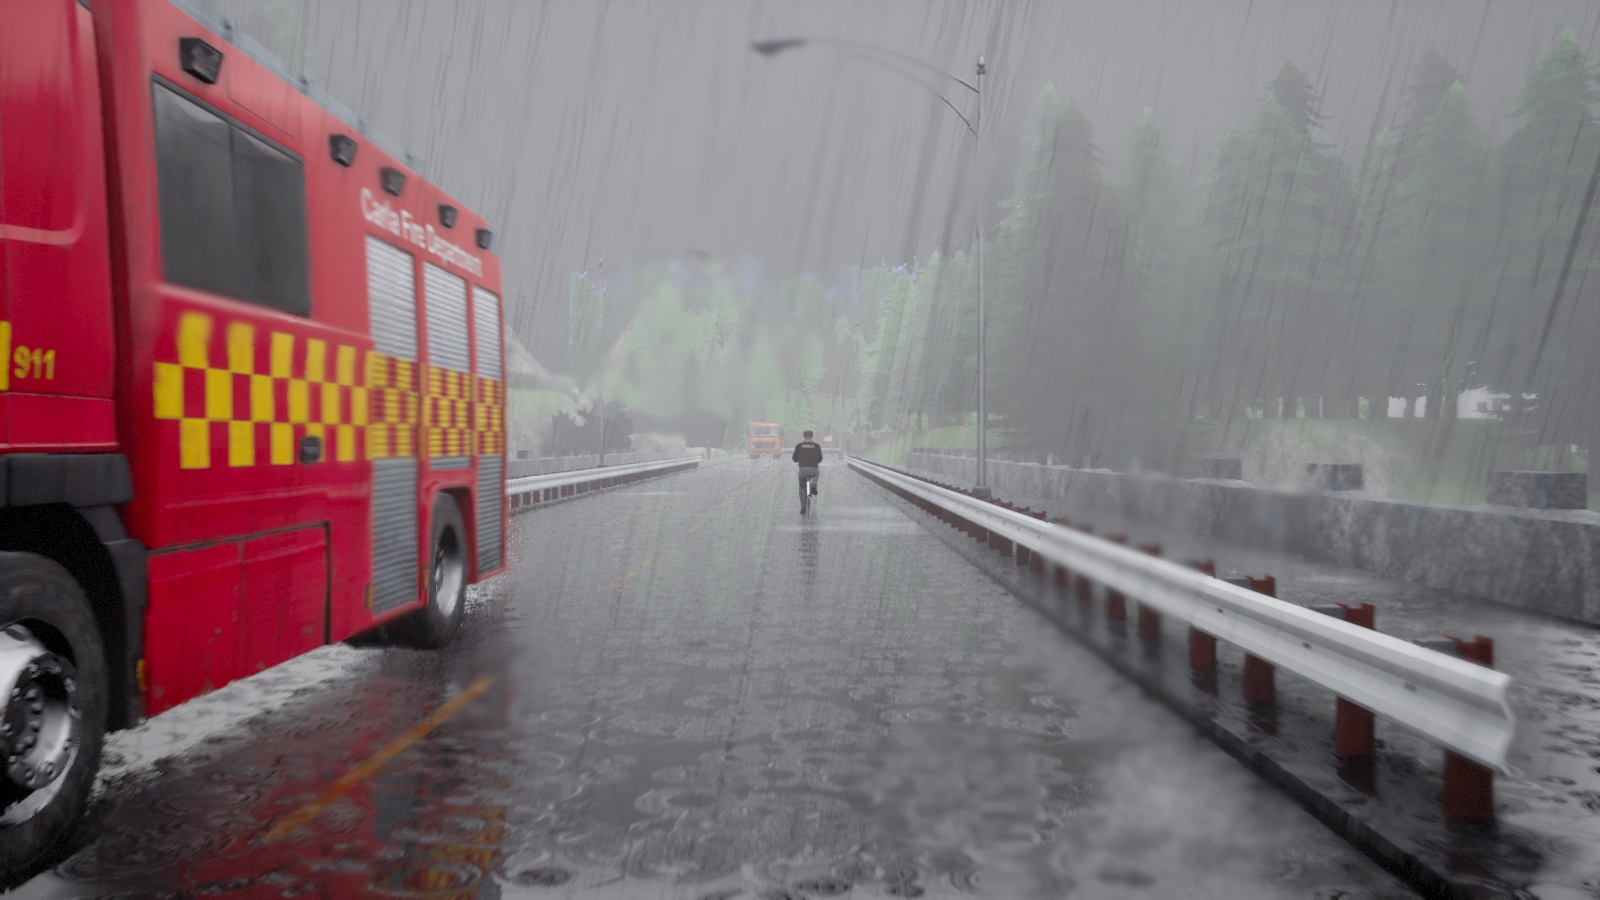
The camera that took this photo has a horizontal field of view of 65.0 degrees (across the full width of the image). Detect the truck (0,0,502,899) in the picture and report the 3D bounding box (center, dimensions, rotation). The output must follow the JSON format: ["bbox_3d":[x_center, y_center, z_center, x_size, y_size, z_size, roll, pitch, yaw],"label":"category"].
[{"bbox_3d":[-3.948,-0.456,6.203,2.891,3.827,8.468,0,0,0],"label":"truck"}]

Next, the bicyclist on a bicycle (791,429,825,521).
[{"bbox_3d":[0.165,0.475,25.281,0.659,1.776,1.843,0,0,0],"label":"bicyclist on a bicycle"}]
